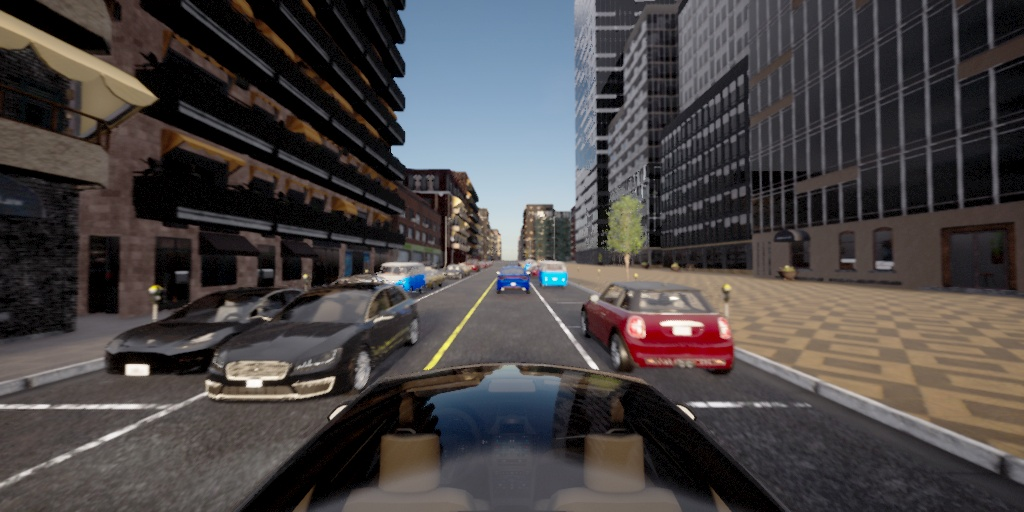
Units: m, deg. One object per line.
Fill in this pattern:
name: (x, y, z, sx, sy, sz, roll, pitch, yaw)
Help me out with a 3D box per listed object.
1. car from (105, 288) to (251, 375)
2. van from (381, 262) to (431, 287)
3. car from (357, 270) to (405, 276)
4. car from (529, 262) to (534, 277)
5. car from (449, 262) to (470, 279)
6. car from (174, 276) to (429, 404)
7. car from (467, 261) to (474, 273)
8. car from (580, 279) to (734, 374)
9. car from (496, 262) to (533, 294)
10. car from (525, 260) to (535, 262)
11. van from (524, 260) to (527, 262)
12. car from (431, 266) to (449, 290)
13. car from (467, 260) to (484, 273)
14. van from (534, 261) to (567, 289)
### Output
car: (-5.692, 1.371, 7.617, 1.948, 1.339, 4.313, 0, 0, 0)
van: (-5.705, 1.225, 18.757, 1.690, 1.789, 3.998, 0, 0, 0)
car: (-5.698, 1.395, 13.187, 2.007, 1.370, 4.403, 0, 0, 0)
car: (2.657, 1.564, 35.473, 1.802, 1.307, 4.207, 0, 0, 0)
car: (-5.724, 1.553, 35.464, 2.007, 1.370, 4.403, 0, 0, 0)
car: (-3.100, 1.298, 6.740, 1.837, 1.490, 4.892, 0, 0, 0)
car: (-5.731, 1.567, 40.865, 1.751, 1.417, 4.829, 0, 0, 0)
car: (2.689, 1.225, 7.626, 1.967, 1.591, 4.097, 0, 0, 0)
car: (0.072, 1.369, 21.821, 1.882, 1.535, 5.008, 0, 0, 0)
car: (2.650, 1.547, 41.212, 1.751, 1.417, 4.829, 0, 0, 0)
van: (2.637, 1.442, 52.183, 1.690, 1.789, 3.998, 0, 0, 0)
car: (-5.711, 1.449, 24.156, 1.751, 1.417, 4.829, 0, 0, 0)
car: (-5.744, 1.436, 52.173, 2.192, 1.841, 5.009, 0, 0, 0)
van: (2.670, 1.244, 24.335, 1.690, 1.789, 3.998, 0, 0, 0)
